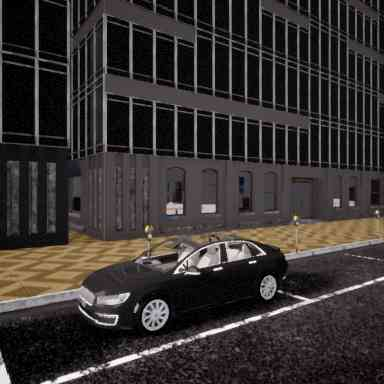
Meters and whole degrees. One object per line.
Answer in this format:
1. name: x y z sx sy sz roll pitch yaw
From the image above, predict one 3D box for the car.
1. car: 0.045 1.551 6.592 4.403 1.369 2.008 0 0 -35
